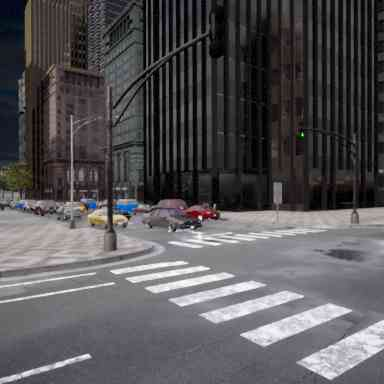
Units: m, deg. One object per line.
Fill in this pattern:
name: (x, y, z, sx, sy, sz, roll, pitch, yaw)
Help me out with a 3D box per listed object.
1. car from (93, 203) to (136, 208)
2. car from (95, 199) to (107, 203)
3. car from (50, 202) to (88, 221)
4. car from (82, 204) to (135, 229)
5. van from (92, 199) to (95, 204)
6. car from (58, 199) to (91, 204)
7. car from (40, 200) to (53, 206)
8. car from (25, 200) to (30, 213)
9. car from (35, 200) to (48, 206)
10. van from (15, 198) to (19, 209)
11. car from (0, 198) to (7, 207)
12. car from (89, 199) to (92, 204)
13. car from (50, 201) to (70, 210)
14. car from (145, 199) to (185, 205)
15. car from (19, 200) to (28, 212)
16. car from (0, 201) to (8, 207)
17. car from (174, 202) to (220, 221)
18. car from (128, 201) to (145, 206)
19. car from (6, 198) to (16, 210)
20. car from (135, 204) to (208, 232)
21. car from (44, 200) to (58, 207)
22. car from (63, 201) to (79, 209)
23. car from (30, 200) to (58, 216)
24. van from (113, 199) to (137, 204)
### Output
car: (-7.303, 1.984, 30.525, 1.895, 1.301, 4.718, 0, -1, -35)
car: (-11.175, 1.876, 46.087, 2.192, 1.841, 5.009, -1, 0, -35)
car: (-12.005, 2.004, 32.520, 2.008, 1.369, 4.403, -1, 0, -35)
car: (-6.239, 1.844, 24.422, 1.752, 1.417, 4.829, -1, 0, -35)
van: (-17.067, 2.038, 54.381, 1.690, 1.788, 3.998, -1, 0, -35)
car: (-14.383, 2.027, 40.486, 1.882, 1.535, 5.008, 0, -1, -35)
car: (-34.769, 2.661, 79.181, 1.947, 1.339, 4.313, -1, 0, -35)
car: (-20.509, 2.196, 44.460, 1.887, 1.381, 4.507, -1, 0, -35)
car: (-37.787, 2.711, 83.418, 2.008, 1.369, 4.403, -1, 0, -35)
van: (-26.181, 2.123, 52.419, 1.690, 1.788, 3.998, -1, 0, -35)
car: (-41.308, 2.667, 73.665, 1.887, 1.381, 4.507, -1, 0, -35)
car: (-16.997, 2.133, 49.565, 1.882, 1.535, 5.008, 0, -1, -35)
car: (-23.051, 2.341, 57.981, 2.033, 1.411, 5.357, 0, -1, -35)
car: (-2.336, 1.669, 33.646, 2.192, 1.841, 5.009, -1, 0, -35)
car: (-23.345, 2.157, 48.439, 1.967, 1.590, 4.097, -1, 0, -35)
car: (-44.426, 2.771, 78.045, 1.802, 1.307, 4.206, -1, 0, -35)
car: (0.615, 1.829, 29.499, 1.887, 1.381, 4.507, -1, 0, -35)
car: (-5.277, 2.005, 37.793, 1.802, 1.307, 4.206, -1, 0, -35)
car: (-31.951, 2.354, 60.524, 1.967, 1.590, 4.097, -1, 0, -35)
car: (-1.529, 1.795, 22.414, 2.033, 1.411, 5.357, 0, -1, -36)
car: (-31.751, 2.596, 74.942, 1.947, 1.339, 4.313, -1, 0, -35)
car: (-22.697, 2.408, 62.230, 1.802, 1.307, 4.206, -1, 0, -35)
car: (-17.679, 1.901, 40.480, 2.192, 1.841, 5.009, -1, 0, -35)
van: (-8.229, 1.833, 41.940, 1.690, 1.788, 3.998, -1, 0, -35)
